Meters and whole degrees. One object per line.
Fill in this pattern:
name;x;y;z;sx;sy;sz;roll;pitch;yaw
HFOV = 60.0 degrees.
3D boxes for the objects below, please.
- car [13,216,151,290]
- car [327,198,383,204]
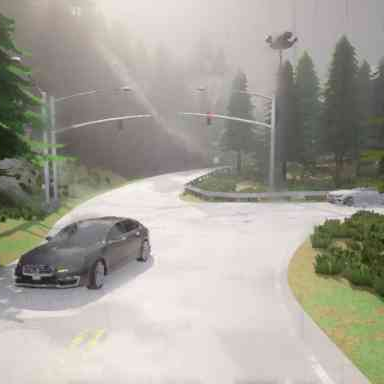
car;-2.669;1.493;9.260;1.837;1.490;4.892;-1;0;13
car;11.477;0.140;22.408;4.674;1.442;1.812;-1;5;-9
